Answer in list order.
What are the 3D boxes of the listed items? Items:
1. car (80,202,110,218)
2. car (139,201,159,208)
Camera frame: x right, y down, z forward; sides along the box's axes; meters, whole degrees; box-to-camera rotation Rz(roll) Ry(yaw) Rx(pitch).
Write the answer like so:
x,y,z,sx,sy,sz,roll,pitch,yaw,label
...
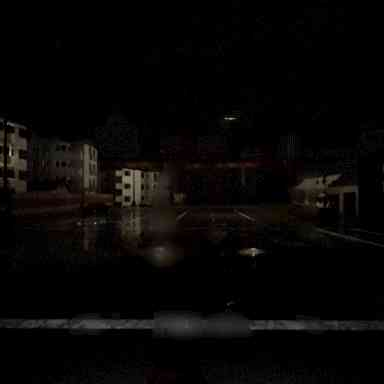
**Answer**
x,y,z,sx,sy,sz,roll,pitch,yaw,label
-10.063,1.832,34.748,1.882,1.535,5.008,0,0,2,car
-7.873,2.210,60.761,1.895,1.301,4.718,0,-1,22,car
